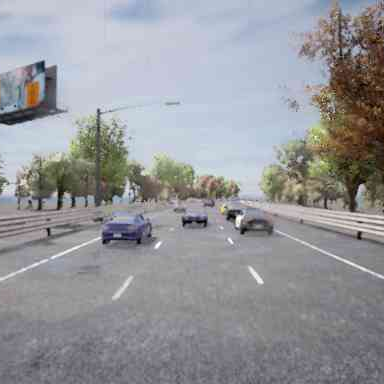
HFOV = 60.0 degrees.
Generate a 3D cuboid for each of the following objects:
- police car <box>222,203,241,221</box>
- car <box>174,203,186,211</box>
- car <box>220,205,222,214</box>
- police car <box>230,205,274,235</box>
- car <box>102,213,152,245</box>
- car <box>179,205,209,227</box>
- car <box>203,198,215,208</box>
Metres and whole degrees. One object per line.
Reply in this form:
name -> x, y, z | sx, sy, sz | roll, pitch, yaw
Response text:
police car -> 4.213, 1.893, 32.242 | 1.930, 1.638, 5.238 | 0, -1, 2
car -> -1.650, 2.354, 51.984 | 1.895, 1.301, 4.718 | 0, -1, 4
car -> 4.749, 2.109, 42.994 | 1.882, 1.535, 5.008 | 0, -1, 3
police car -> 3.819, 1.811, 21.261 | 2.038, 1.542, 4.974 | 0, -1, 2
car -> -3.192, 1.764, 16.786 | 1.812, 1.442, 4.674 | 0, -1, 1
car -> 0.310, 1.980, 26.358 | 1.895, 1.301, 4.718 | 0, -1, 4
car -> 3.469, 2.612, 72.408 | 1.812, 1.442, 4.674 | 0, -1, 6
